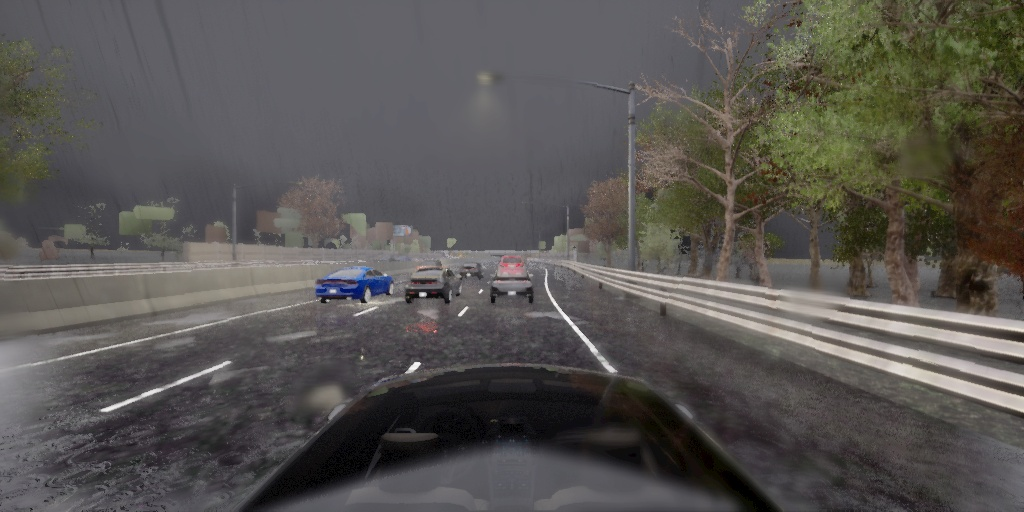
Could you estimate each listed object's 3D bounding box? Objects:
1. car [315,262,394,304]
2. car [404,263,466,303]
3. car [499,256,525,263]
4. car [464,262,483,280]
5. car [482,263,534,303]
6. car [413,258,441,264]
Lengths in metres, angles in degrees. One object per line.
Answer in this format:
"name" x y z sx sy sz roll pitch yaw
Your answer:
"car" -7.000 1.234 16.501 1.882 1.535 5.008 0 0 0
"car" -3.500 1.266 16.501 1.837 1.490 4.892 0 0 0
"car" 0.000 1.017 31.532 2.150 2.045 5.566 0 0 0
"car" -3.500 1.276 31.501 1.837 1.490 4.892 0 0 0
"car" 0.000 1.245 16.501 2.128 1.511 4.902 0 0 0
"car" -7.000 1.125 31.471 2.097 1.767 4.553 0 0 0
